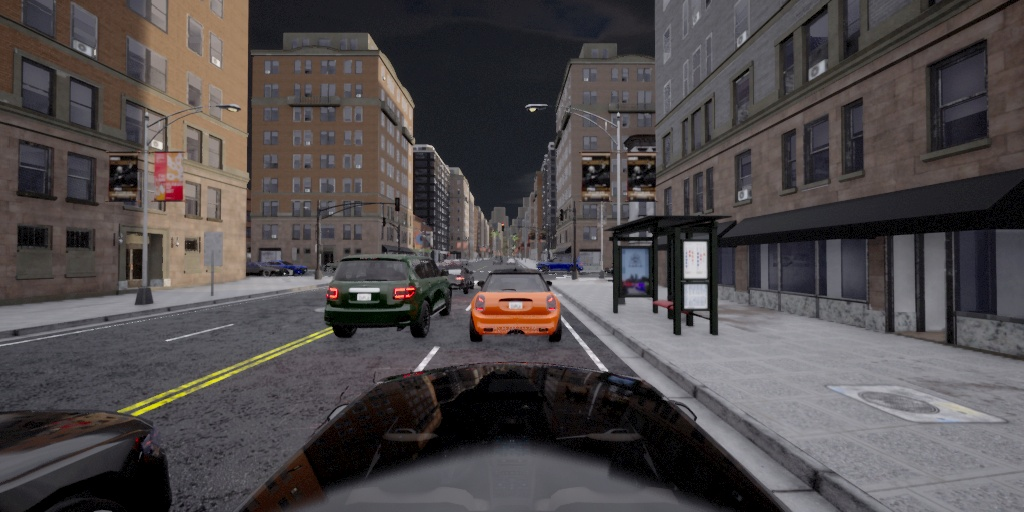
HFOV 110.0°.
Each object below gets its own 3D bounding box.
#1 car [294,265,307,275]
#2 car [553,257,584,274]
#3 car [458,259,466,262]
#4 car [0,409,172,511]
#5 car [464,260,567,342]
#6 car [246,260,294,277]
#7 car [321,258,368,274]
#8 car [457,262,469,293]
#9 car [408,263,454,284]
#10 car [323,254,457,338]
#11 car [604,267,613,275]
[{"bbox_3d":[-22.799,1.148,35.208,5.008,1.535,1.882,0,-1,0],"label":"car"},{"bbox_3d":[5.678,1.083,42.541,5.566,2.045,2.150,0,0,8],"label":"car"},{"bbox_3d":[-9.977,1.292,64.347,1.812,1.442,4.674,0,0,0],"label":"car"},{"bbox_3d":[-3.144,1.241,0.320,2.128,1.511,4.902,0,0,0],"label":"car"},{"bbox_3d":[0.077,1.104,9.973,2.097,1.767,4.553,0,0,0],"label":"car"},{"bbox_3d":[-22.928,1.174,31.959,5.357,1.411,2.033,0,-1,0],"label":"car"},{"bbox_3d":[-19.519,1.124,41.927,4.553,1.767,2.097,0,-1,0],"label":"car"},{"bbox_3d":[-3.205,1.282,20.064,1.812,1.442,4.674,0,0,0],"label":"car"},{"bbox_3d":[-6.152,1.303,27.766,1.895,1.301,4.718,0,1,8],"label":"car"},{"bbox_3d":[-3.174,0.974,10.357,2.150,2.045,5.566,0,0,0],"label":"car"},{"bbox_3d":[12.836,1.383,38.902,5.357,1.411,2.033,0,-1,-4],"label":"car"}]
